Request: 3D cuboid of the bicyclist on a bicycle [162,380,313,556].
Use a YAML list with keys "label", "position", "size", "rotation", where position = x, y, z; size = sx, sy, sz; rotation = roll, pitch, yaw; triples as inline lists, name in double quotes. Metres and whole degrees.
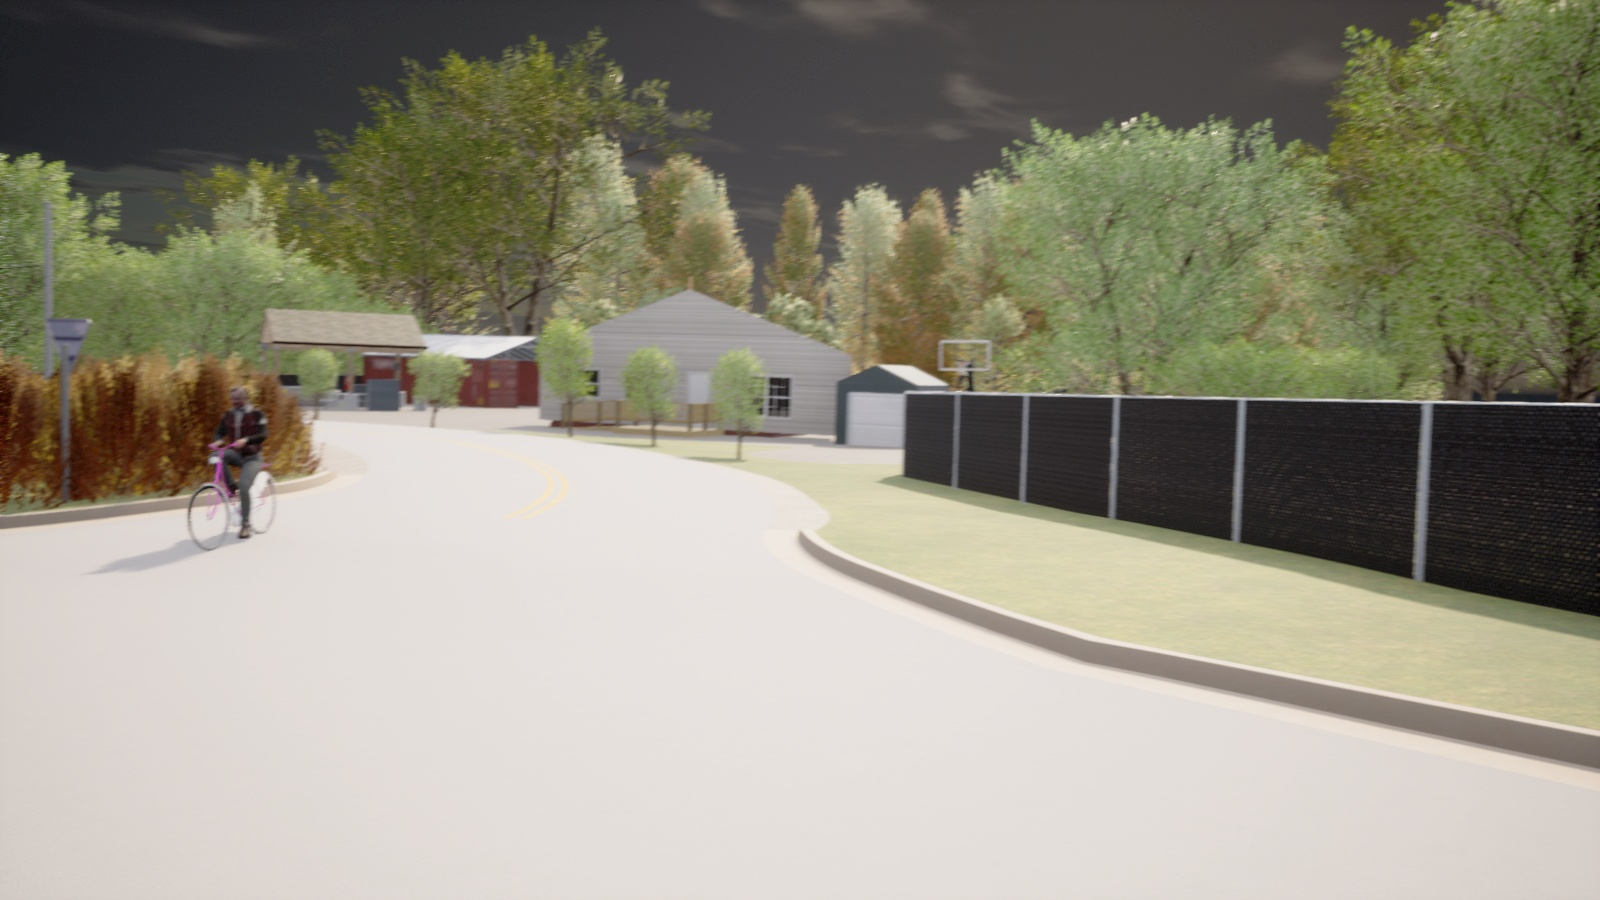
- label: "bicyclist on a bicycle"
  position: [-6.216, 0.138, 14.012]
  size: [0.659, 1.776, 1.843]
  rotation: [0, 5, 5]
